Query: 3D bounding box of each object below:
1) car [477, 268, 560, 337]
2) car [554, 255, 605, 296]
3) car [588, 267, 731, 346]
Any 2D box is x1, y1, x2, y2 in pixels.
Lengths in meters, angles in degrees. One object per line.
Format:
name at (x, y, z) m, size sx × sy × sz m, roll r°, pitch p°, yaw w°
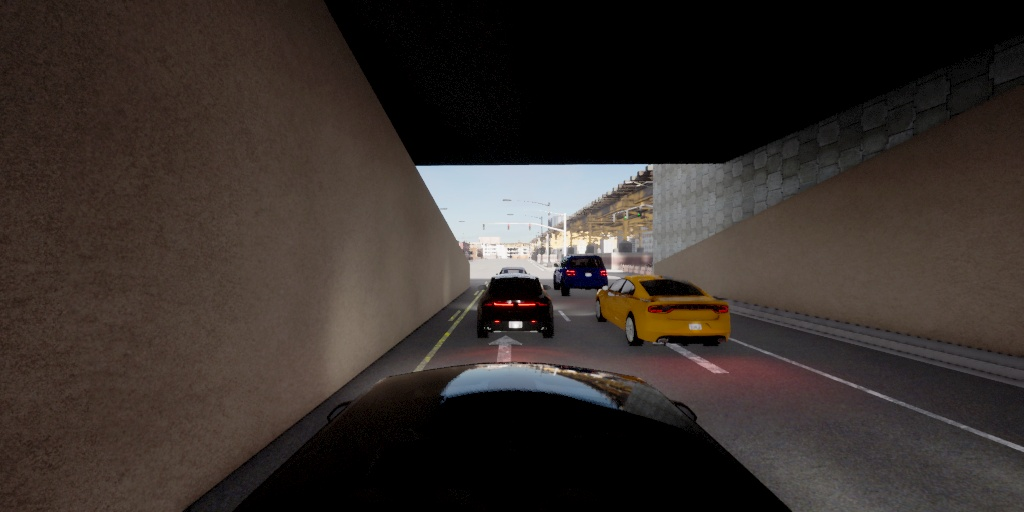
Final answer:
car at (0.076, 1.255, 10.258) m, size 1.837 × 1.490 × 4.892 m, roll 0°, pitch 0°, yaw 0°
car at (3.568, 0.971, 19.429) m, size 2.150 × 2.045 × 5.566 m, roll 0°, pitch 0°, yaw 0°
car at (3.574, 1.228, 9.459) m, size 1.882 × 1.535 × 5.008 m, roll 0°, pitch 0°, yaw 0°
